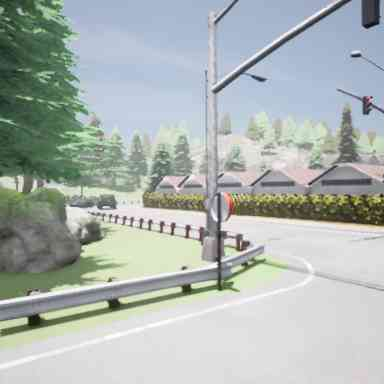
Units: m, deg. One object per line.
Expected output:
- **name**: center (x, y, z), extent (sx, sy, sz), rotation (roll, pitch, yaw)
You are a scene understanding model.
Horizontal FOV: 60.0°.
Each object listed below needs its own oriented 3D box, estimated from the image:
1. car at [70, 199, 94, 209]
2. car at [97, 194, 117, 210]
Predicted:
- **car**: center (-15.570, 1.632, 47.224), extent (2.033, 1.411, 5.357), rotation (0, 0, 2)
- **car**: center (-11.647, 1.295, 45.646), extent (2.150, 2.045, 5.566), rotation (0, 0, -19)
